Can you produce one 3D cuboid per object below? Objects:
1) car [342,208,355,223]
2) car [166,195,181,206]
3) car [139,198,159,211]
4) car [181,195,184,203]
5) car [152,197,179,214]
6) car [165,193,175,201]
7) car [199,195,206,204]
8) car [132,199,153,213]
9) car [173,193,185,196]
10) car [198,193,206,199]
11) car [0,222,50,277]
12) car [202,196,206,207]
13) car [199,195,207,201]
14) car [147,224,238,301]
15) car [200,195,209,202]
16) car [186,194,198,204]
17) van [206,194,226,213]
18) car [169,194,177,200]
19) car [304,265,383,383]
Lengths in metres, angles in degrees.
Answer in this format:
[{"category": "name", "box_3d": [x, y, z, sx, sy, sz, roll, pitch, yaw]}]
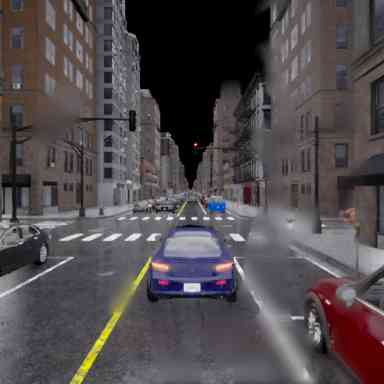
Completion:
[{"category": "car", "box_3d": [13.297, 1.439, 23.899, 4.553, 1.767, 2.097, 0, 0, 1]}, {"category": "car", "box_3d": [-2.789, 1.500, 44.794, 1.837, 1.490, 4.892, 0, 0, 0]}, {"category": "car", "box_3d": [-5.332, 1.540, 41.730, 1.887, 1.381, 4.507, 0, 0, 0]}, {"category": "car", "box_3d": [-2.759, 1.556, 54.722, 1.994, 1.385, 4.181, 0, 0, 1]}, {"category": "car", "box_3d": [-2.801, 1.560, 35.940, 1.994, 1.385, 4.181, 0, 0, 0]}, {"category": "car", "box_3d": [-5.277, 1.287, 81.503, 2.192, 1.841, 5.009, 0, 0, 0]}, {"category": "car", "box_3d": [2.717, 1.572, 58.771, 1.802, 1.307, 4.206, 0, 0, 0]}, {"category": "car", "box_3d": [-5.340, 1.547, 36.048, 2.008, 1.369, 4.403, 0, 0, 0]}, {"category": "car", "box_3d": [-2.672, 1.488, 67.956, 1.837, 1.490, 4.892, 0, 0, 0]}, {"category": "car", "box_3d": [2.725, 1.301, 64.453, 2.192, 1.841, 5.009, 0, 0, 0]}, {"category": "car", "box_3d": [-5.377, 1.550, 8.967, 2.008, 1.369, 4.403, 0, 0, 0]}, {"category": "car", "box_3d": [2.701, 1.577, 47.408, 1.802, 1.307, 4.206, 0, 0, 0]}, {"category": "car", "box_3d": [2.756, 1.518, 87.177, 2.008, 1.369, 4.403, 0, 0, 0]}, {"category": "car", "box_3d": [0.015, 1.525, 8.196, 1.812, 1.442, 4.674, 0, 0, 0]}, {"category": "car", "box_3d": [2.740, 1.417, 75.815, 1.967, 1.590, 4.097, 0, 0, 0]}, {"category": "car", "box_3d": [0.140, 1.532, 65.797, 2.033, 1.411, 5.357, 0, 0, 0]}, {"category": "van", "box_3d": [2.685, 1.337, 36.046, 1.690, 1.788, 3.998, 0, 0, 0]}, {"category": "car", "box_3d": [-5.261, 1.403, 92.867, 1.967, 1.590, 4.097, 0, 0, 0]}, {"category": "car", "box_3d": [2.641, 1.440, 3.446, 1.967, 1.590, 4.097, 0, 0, 0]}]
